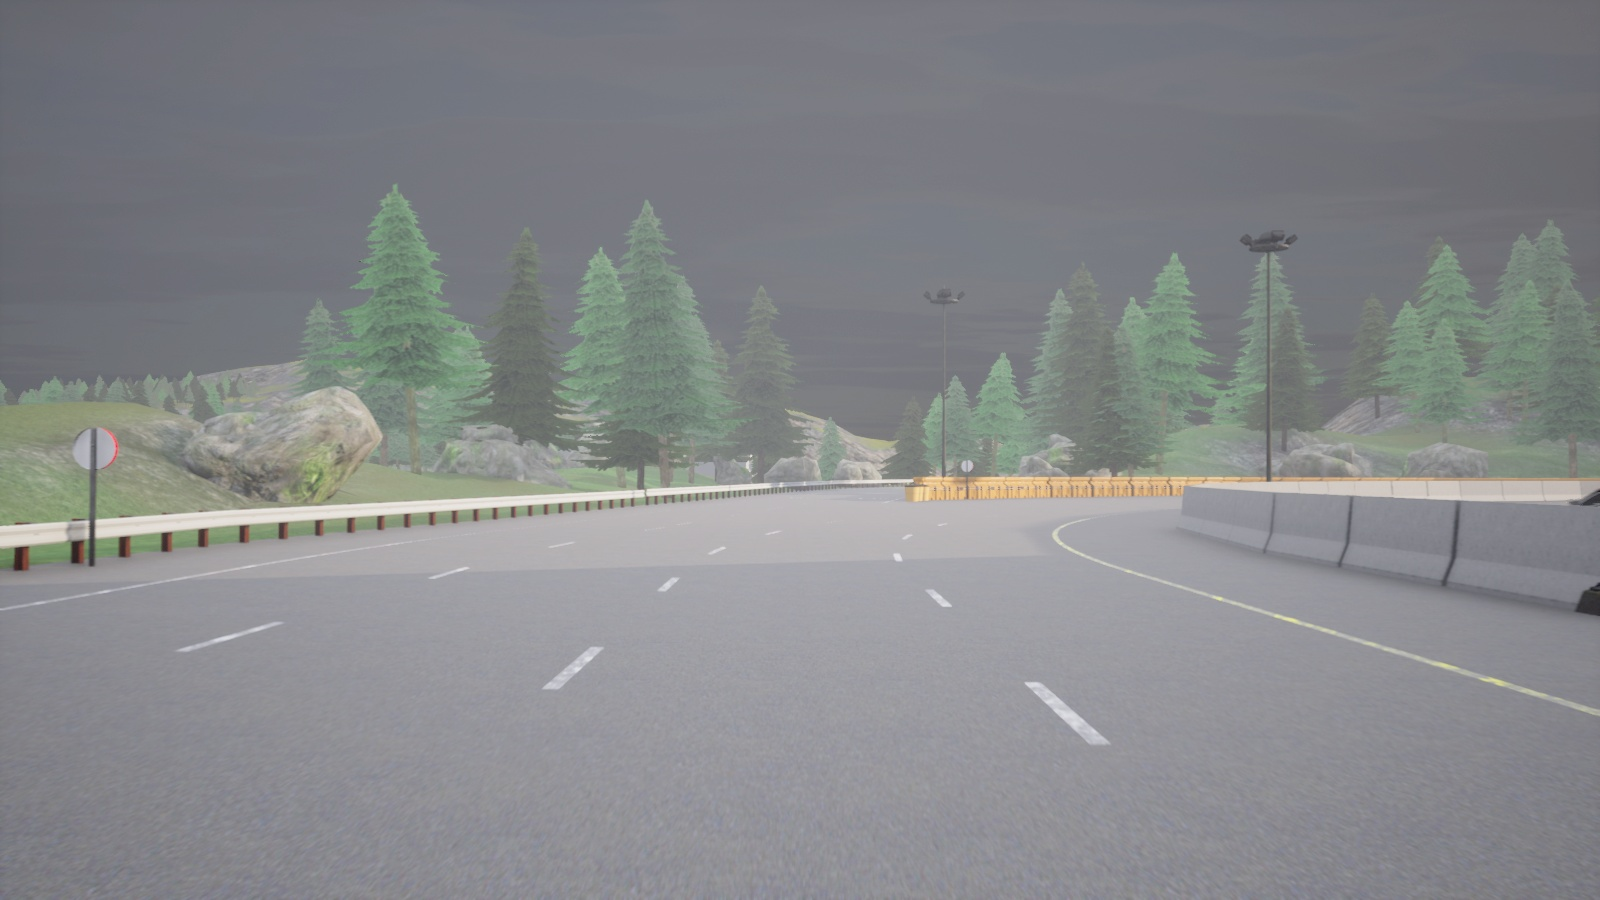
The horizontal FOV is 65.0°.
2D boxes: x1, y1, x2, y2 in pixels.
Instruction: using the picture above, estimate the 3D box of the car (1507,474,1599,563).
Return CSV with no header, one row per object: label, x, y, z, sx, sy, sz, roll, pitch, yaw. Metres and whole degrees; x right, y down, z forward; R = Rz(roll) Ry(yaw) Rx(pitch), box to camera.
car,13.999,1.135,20.964,1.812,1.442,4.674,0,-1,1
